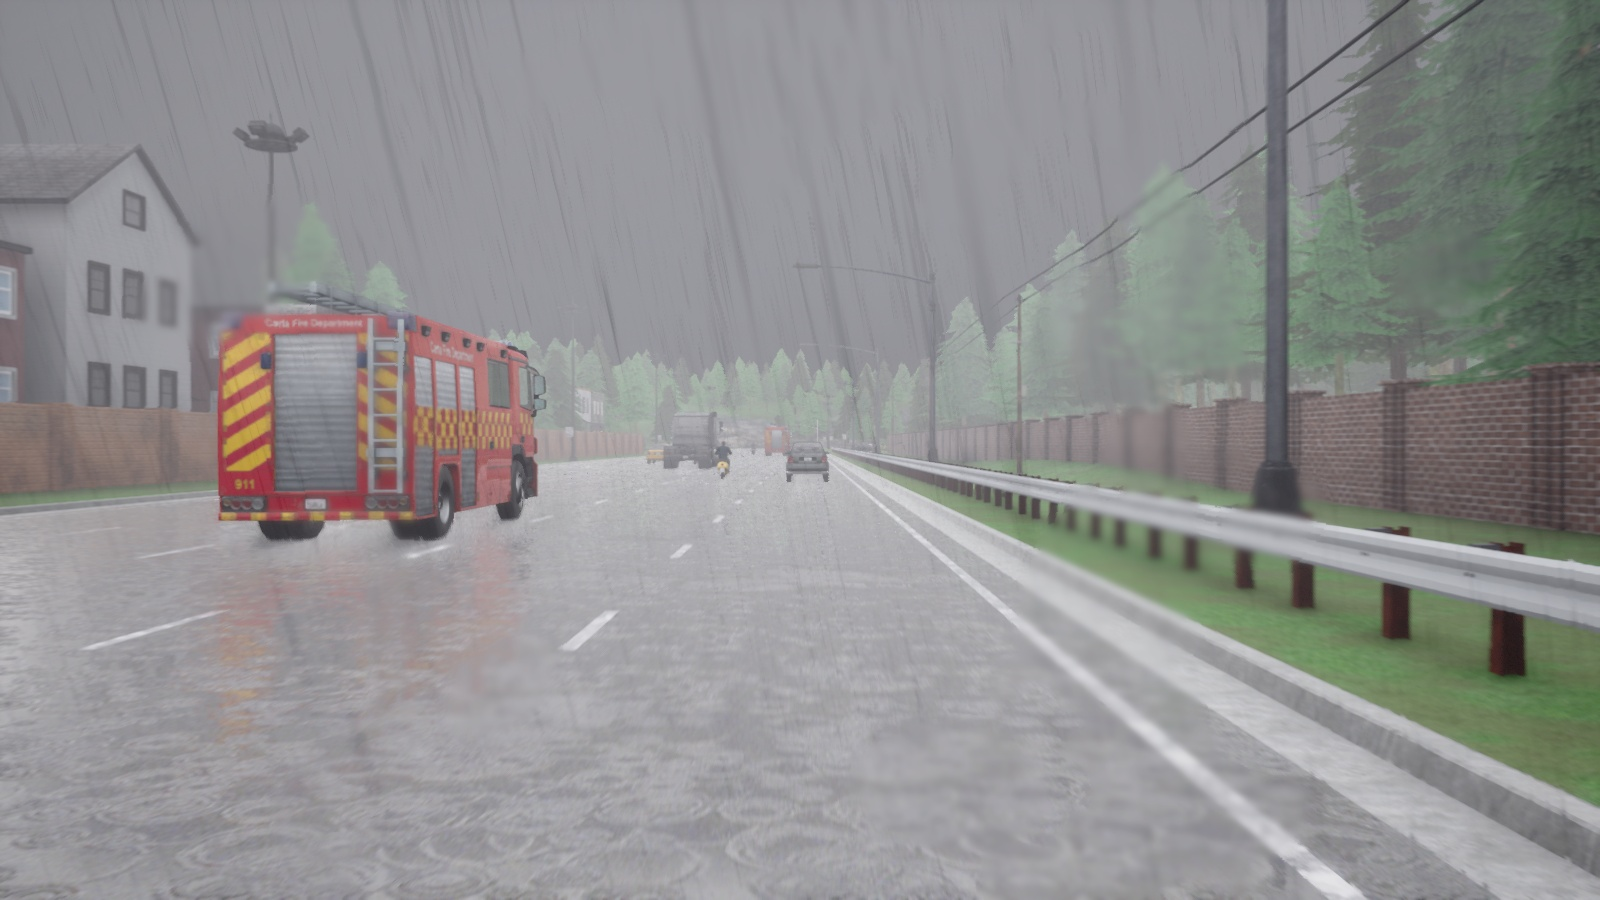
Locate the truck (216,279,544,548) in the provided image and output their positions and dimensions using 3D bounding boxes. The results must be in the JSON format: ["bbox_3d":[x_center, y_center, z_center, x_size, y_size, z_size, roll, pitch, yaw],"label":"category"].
[{"bbox_3d":[-6.858,-0.547,22.154,2.891,3.827,8.468,0,0,0],"label":"truck"}]

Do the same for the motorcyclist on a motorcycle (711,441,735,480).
[{"bbox_3d":[-3.189,0.407,52.134,0.866,1.590,1.817,0,0,0],"label":"motorcyclist on a motorcycle"}]

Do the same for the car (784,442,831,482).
[{"bbox_3d":[0.300,0.446,50.169,1.789,1.549,3.705,0,0,0],"label":"car"}]

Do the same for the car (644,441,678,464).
[{"bbox_3d":[-9.971,0.173,90.573,1.801,1.575,5.366,0,0,0],"label":"car"}]

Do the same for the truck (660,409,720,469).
[{"bbox_3d":[-6.554,-0.663,75.837,2.891,3.462,7.936,0,0,0],"label":"truck"}]
